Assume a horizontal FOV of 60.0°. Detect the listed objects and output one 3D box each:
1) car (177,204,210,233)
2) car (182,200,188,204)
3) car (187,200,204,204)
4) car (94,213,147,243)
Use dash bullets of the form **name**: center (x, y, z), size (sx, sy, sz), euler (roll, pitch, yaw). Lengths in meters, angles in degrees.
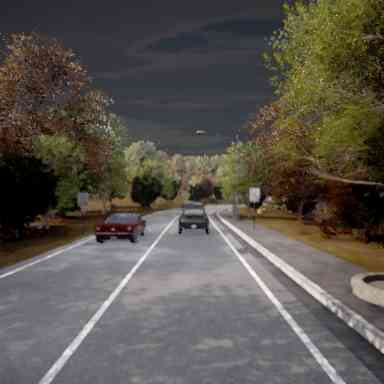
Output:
- **car**: center (0.109, 1.756, 21.514), size (1.837, 1.490, 4.892), euler (0, -1, 0)
- **car**: center (-0.705, 2.255, 59.231), size (1.837, 1.490, 4.892), euler (1, 0, 12)
- **car**: center (0.858, 2.086, 44.621), size (1.837, 1.490, 4.892), euler (0, -1, 5)
- **car**: center (-3.569, 1.796, 17.350), size (1.895, 1.301, 4.718), euler (0, -1, 0)
